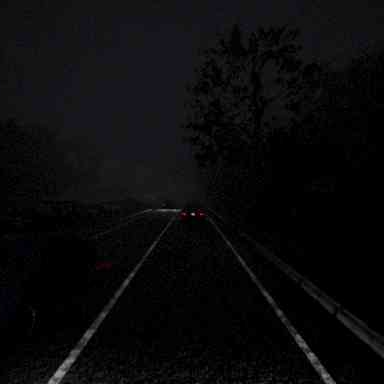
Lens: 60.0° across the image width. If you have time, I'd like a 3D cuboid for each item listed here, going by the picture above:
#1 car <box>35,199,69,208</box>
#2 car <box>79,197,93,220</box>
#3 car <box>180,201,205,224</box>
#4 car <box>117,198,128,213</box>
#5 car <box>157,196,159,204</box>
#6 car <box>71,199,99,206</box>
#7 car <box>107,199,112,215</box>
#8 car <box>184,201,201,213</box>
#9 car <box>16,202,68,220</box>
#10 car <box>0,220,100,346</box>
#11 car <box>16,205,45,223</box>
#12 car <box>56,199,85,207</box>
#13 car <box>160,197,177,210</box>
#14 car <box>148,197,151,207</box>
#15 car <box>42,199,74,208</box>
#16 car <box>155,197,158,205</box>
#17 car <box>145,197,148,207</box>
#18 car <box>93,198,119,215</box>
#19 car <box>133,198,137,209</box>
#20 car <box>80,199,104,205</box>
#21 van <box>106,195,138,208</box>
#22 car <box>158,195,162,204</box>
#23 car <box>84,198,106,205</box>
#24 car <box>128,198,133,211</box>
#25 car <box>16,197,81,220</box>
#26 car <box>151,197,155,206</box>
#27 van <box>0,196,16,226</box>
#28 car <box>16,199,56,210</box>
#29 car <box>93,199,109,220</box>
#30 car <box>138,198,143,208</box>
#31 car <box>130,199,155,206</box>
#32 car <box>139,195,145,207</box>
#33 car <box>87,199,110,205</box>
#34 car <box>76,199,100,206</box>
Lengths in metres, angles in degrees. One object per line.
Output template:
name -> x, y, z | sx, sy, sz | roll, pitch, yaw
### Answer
car -> -23.407, 1.964, 55.621 | 4.792, 1.488, 2.163 | 0, -1, 0
car -> -10.279, 1.461, 25.029 | 4.553, 1.767, 2.185 | 0, -1, 0
car -> 0.077, 1.645, 25.894 | 2.033, 1.411, 5.357 | 0, -1, 0
car -> -10.120, 1.707, 36.132 | 5.366, 1.575, 1.946 | 0, -1, 0
car -> -10.477, 2.242, 72.208 | 5.366, 1.575, 1.946 | 0, -1, 0
car -> -23.185, 2.241, 72.231 | 5.366, 1.575, 1.946 | 0, -1, 0
car -> -10.301, 1.649, 30.580 | 4.892, 1.521, 2.231 | 0, -1, 0
car -> 0.050, 1.837, 42.867 | 2.033, 1.411, 5.357 | 0, -1, 0
car -> -10.307, 1.525, 19.476 | 5.008, 1.535, 2.097 | 0, -1, 0
car -> -3.352, 1.545, 6.654 | 2.033, 1.411, 5.357 | 0, 0, 0
car -> -10.316, 1.534, 16.699 | 4.674, 1.452, 2.002 | 0, -1, 0
car -> -23.346, 2.109, 63.924 | 4.792, 1.488, 2.163 | 0, -1, 0
car -> -3.395, 1.898, 50.750 | 1.837, 1.490, 4.892 | 0, -1, 0
car -> -10.482, 1.975, 58.332 | 5.366, 1.575, 1.946 | 0, -1, 0
car -> -23.405, 2.005, 58.260 | 4.792, 1.488, 2.163 | 0, -1, 0
car -> -10.108, 2.132, 66.657 | 5.366, 1.575, 1.946 | 0, -1, 0
car -> -10.292, 1.936, 55.565 | 4.892, 1.521, 2.231 | 0, -1, 0
car -> -10.313, 1.680, 33.356 | 4.892, 1.521, 2.231 | 0, -1, 0
car -> -10.273, 1.832, 44.460 | 4.792, 1.488, 2.163 | 0, -1, 0
car -> -23.339, 2.384, 77.770 | 4.792, 1.488, 2.163 | 0, -1, 0
van -> -10.418, 1.608, 47.239 | 4.442, 1.987, 1.878 | 0, -1, 0
car -> -10.319, 2.049, 74.988 | 5.566, 2.045, 2.435 | 0, -1, 0
car -> -23.399, 2.281, 80.418 | 4.553, 1.767, 2.185 | 0, -1, 0
car -> -10.274, 1.801, 41.684 | 4.792, 1.488, 2.163 | 0, -1, 0
car -> -10.280, 1.430, 22.253 | 4.553, 1.767, 2.185 | 0, -1, 0
car -> -10.110, 2.022, 60.984 | 5.366, 1.575, 1.946 | 0, -1, 0
van -> -10.198, 1.237, 13.926 | 4.442, 1.987, 1.878 | 0, -1, 0
car -> -23.385, 1.864, 50.084 | 5.008, 1.535, 2.097 | 0, -1, 0
car -> -10.123, 1.614, 27.804 | 5.366, 1.575, 1.946 | 0, -1, 0
car -> -10.329, 1.894, 50.012 | 4.792, 1.488, 2.163 | 0, -1, 0
car -> -10.299, 2.191, 69.432 | 4.892, 1.521, 2.231 | 0, -1, 0
car -> -10.330, 1.772, 52.787 | 4.553, 1.767, 2.185 | 0, -1, 0
car -> -23.362, 2.461, 83.187 | 5.008, 1.535, 2.097 | 0, -1, 0
car -> -23.367, 2.339, 75.000 | 4.674, 1.452, 2.002 | 0, -1, 0
